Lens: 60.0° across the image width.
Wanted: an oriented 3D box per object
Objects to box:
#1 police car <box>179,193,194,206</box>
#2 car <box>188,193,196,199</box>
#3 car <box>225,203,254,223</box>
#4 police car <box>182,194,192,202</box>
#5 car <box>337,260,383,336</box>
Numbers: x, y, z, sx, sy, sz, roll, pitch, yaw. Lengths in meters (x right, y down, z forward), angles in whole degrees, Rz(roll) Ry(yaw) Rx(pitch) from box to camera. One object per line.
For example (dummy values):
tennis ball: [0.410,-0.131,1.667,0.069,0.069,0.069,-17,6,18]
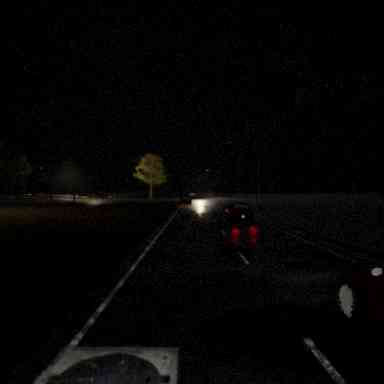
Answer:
police car: [-1.046,1.341,54.845,1.930,1.638,5.238,0,0,0]
car: [0.005,1.099,88.954,2.033,1.411,5.357,0,0,0]
car: [3.616,1.543,25.753,1.812,1.442,4.674,0,0,0]
police car: [-1.046,1.234,70.845,1.930,1.638,5.238,0,0,0]
car: [3.601,1.472,4.139,1.882,1.535,5.008,0,0,0]
